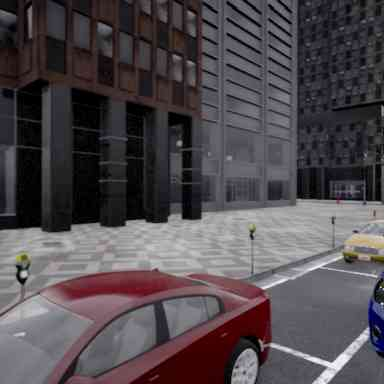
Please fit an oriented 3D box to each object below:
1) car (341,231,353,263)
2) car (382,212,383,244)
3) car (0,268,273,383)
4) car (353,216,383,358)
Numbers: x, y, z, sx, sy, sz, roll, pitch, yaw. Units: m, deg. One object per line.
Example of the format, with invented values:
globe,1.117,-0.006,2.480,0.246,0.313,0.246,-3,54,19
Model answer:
car,6.492,1.528,11.124,1.752,1.417,4.829,0,0,43
car,10.375,1.550,15.291,1.887,1.381,4.507,0,0,43
car,-0.926,1.544,3.164,1.887,1.381,4.507,0,0,43
car,4.591,1.224,5.166,2.150,2.045,5.566,0,0,43
